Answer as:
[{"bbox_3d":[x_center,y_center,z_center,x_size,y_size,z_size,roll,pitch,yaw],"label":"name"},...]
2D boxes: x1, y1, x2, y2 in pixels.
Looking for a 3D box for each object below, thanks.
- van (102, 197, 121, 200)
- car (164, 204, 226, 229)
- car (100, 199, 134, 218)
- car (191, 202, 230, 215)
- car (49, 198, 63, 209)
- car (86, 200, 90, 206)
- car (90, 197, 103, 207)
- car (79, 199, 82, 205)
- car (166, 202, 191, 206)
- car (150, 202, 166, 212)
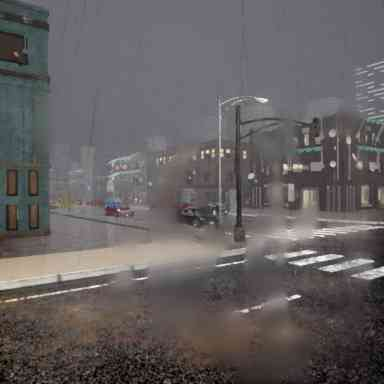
[{"bbox_3d":[-13.765,1.907,58.438,1.690,1.788,3.998,-1,0,-35],"label":"van"},{"bbox_3d":[0.120,1.814,24.130,1.947,1.339,4.313,-1,0,-35],"label":"car"},{"bbox_3d":[-7.804,1.846,35.524,1.967,1.590,4.097,-1,0,-35],"label":"car"},{"bbox_3d":[2.235,1.809,35.853,2.008,1.369,4.403,-2,0,-35],"label":"car"},{"bbox_3d":[-23.699,2.233,57.971,1.752,1.417,4.829,-1,0,-35],"label":"car"},{"bbox_3d":[-20.158,2.227,67.472,1.887,1.381,4.507,-1,0,-35],"label":"car"},{"bbox_3d":[-16.965,1.940,62.954,2.192,1.841,5.009,-1,0,-35],"label":"car"},{"bbox_3d":[-26.556,2.364,76.506,1.947,1.339,4.313,-1,0,-35],"label":"car"},{"bbox_3d":[-0.963,1.904,40.370,1.802,1.307,4.206,-2,0,-35],"label":"car"},{"bbox_3d":[-4.161,1.966,44.887,1.802,1.307,4.206,-2,0,-35],"label":"car"}]
